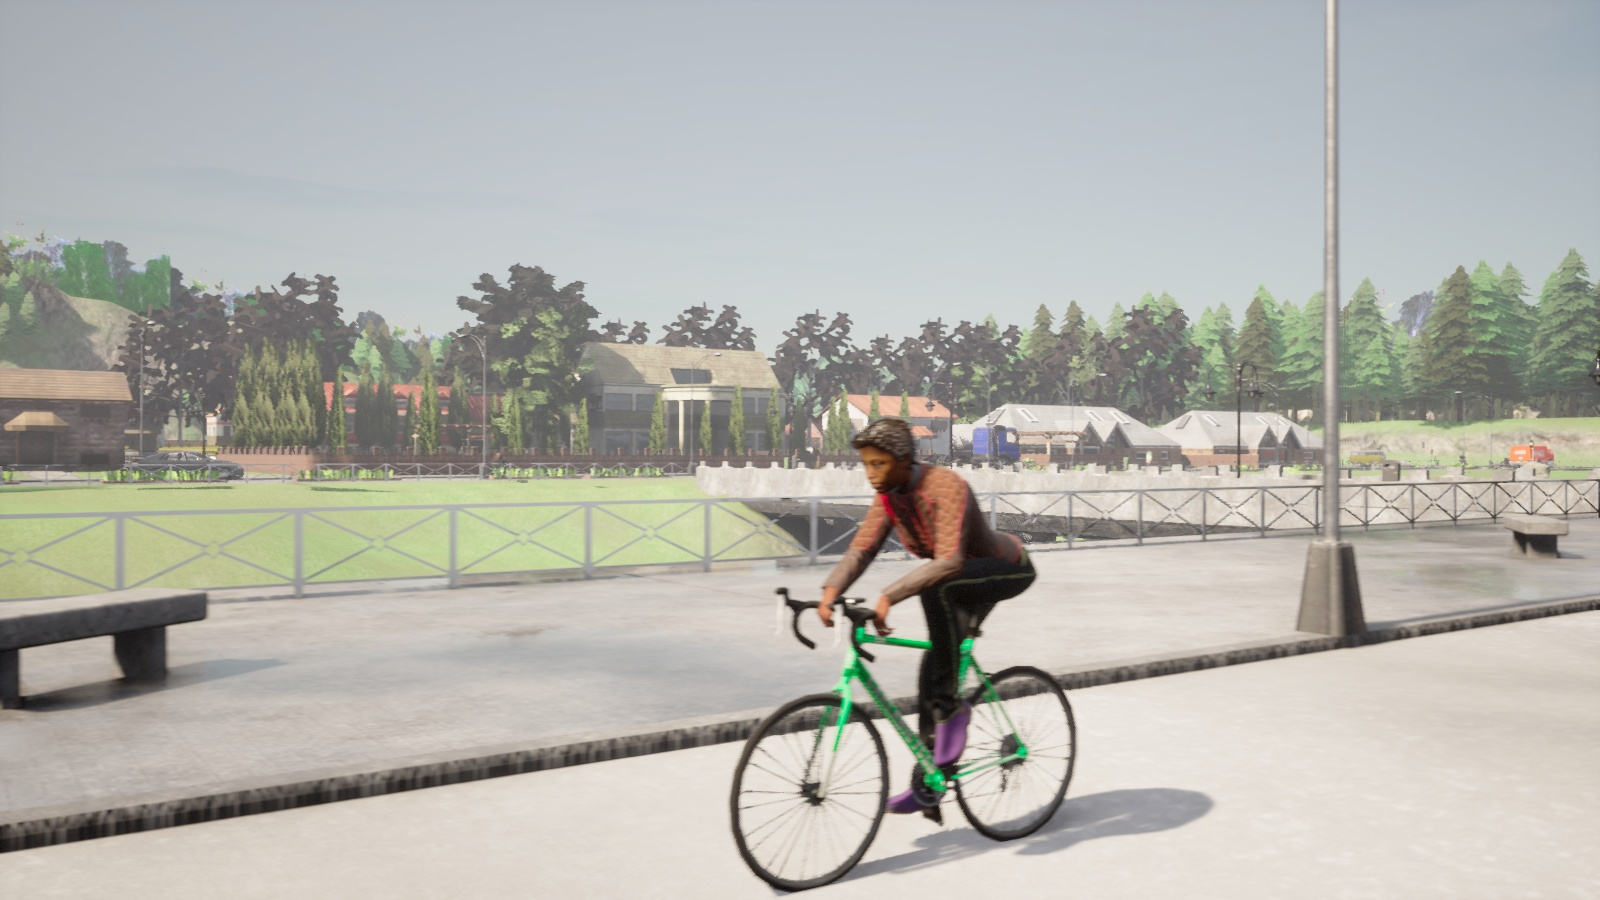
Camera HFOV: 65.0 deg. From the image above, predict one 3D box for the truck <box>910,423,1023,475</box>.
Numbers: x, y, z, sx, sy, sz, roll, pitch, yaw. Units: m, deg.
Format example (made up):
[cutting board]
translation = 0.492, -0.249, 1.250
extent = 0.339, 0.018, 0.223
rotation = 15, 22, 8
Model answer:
[truck]
translation = 11.636, -0.047, 87.523
extent = 7.936, 3.462, 2.891
rotation = 0, 0, -35

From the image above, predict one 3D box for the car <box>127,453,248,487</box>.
[car]
translation = -28.907, 0.907, 59.312
extent = 4.902, 1.511, 2.128
rotation = 0, 0, -35

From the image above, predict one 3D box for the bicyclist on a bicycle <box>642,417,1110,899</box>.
[bicyclist on a bicycle]
translation = 0.315, 0.708, 4.486
extent = 1.656, 1.620, 0.582
rotation = 0, 0, -35
